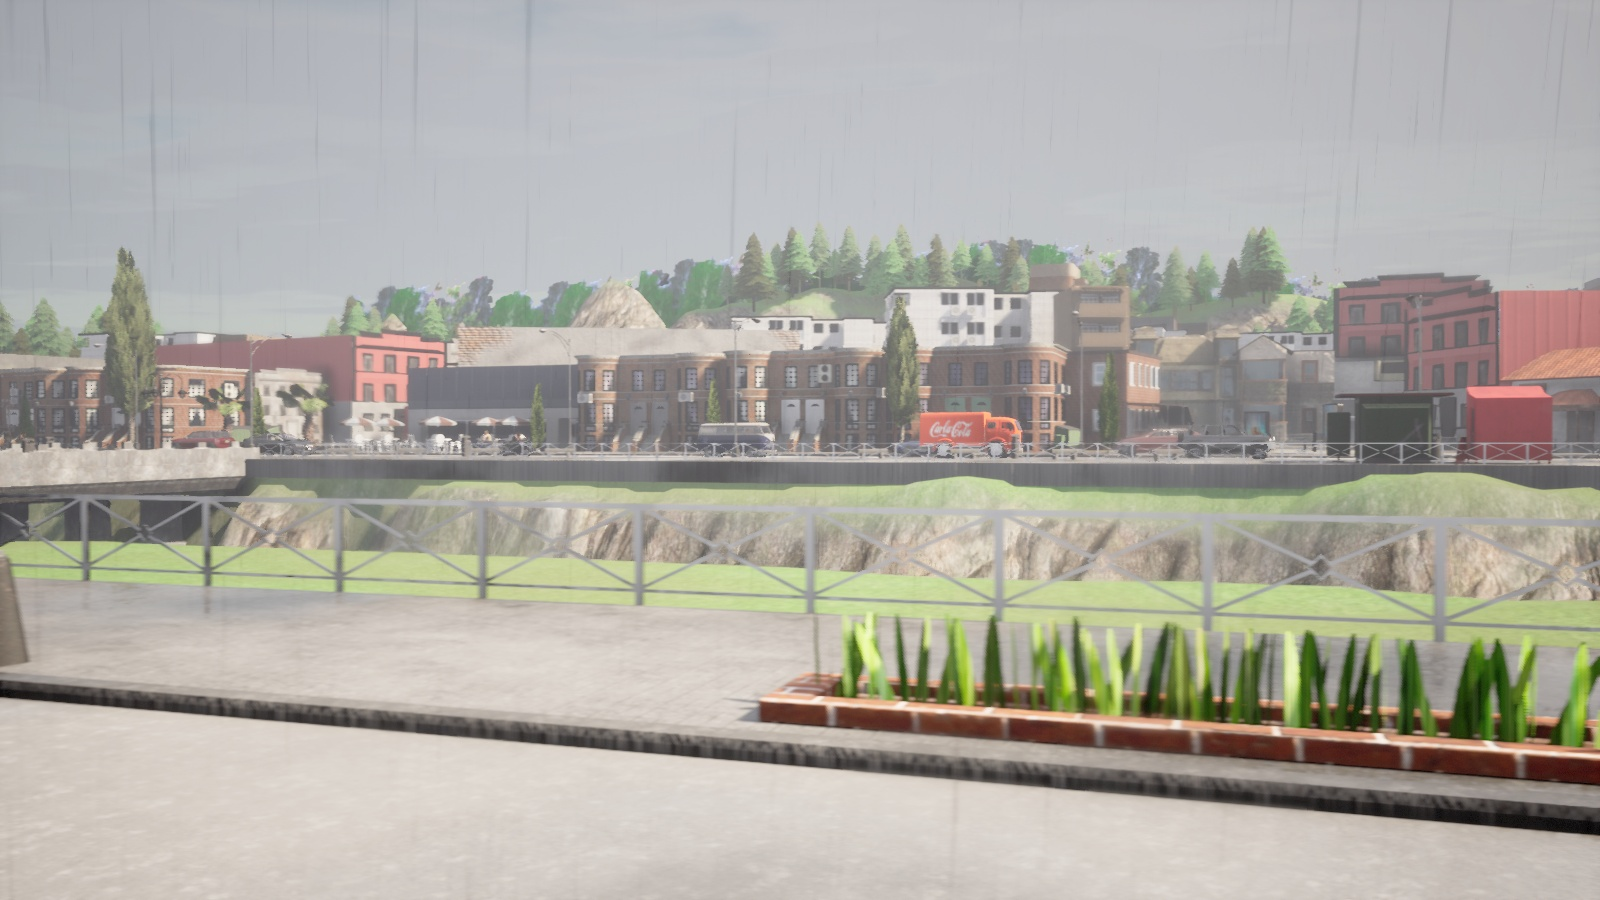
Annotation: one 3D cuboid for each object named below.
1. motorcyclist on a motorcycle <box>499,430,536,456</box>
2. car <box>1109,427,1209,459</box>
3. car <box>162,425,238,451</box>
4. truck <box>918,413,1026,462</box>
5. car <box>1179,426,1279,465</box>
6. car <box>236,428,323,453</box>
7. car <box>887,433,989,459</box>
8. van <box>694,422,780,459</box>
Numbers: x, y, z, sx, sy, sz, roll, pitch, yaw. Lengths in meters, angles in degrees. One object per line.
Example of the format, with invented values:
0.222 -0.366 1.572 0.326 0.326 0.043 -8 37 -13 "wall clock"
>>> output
-16.758 -0.447 74.440 2.044 1.523 0.797 1 1 19 "motorcyclist on a motorcycle"
19.056 -0.390 66.618 5.027 1.651 2.152 1 1 19 "car"
-41.557 -0.864 86.991 4.553 1.767 2.097 1 1 19 "car"
9.019 -0.680 65.769 5.204 2.467 2.627 1 1 19 "truck"
21.054 -0.266 61.728 4.605 1.855 1.932 1 1 19 "car"
-33.143 -0.622 79.946 4.902 1.511 2.128 1 1 19 "car"
7.750 -0.225 70.422 5.357 1.411 2.033 1 1 19 "car"
-3.524 -0.555 69.988 4.442 1.987 1.775 1 1 19 "van"
